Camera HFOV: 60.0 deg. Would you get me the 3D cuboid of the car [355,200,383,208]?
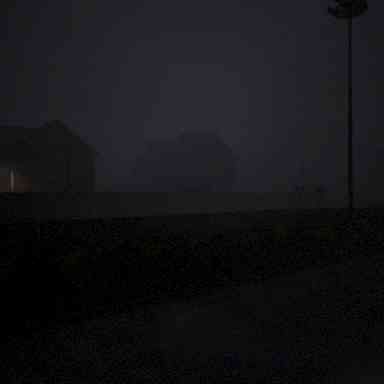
[{"bbox_3d":[18.576,1.561,34.478,4.902,1.511,2.128,0,-1,-43],"label":"car"}]
